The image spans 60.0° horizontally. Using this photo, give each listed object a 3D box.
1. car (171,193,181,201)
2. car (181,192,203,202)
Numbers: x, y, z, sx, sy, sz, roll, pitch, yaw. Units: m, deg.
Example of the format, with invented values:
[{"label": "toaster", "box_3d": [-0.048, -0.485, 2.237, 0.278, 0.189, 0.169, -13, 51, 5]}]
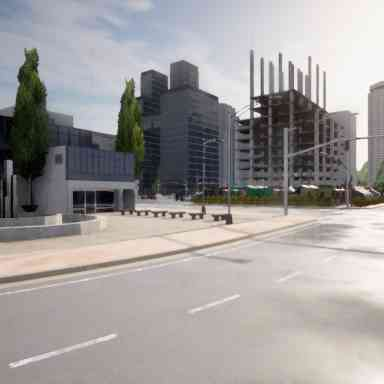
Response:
[{"label": "car", "box_3d": [-2.358, 1.175, 76.693, 1.905, 1.878, 3.866, 0, 0, 37]}, {"label": "car", "box_3d": [-0.060, 1.415, 74.932, 1.970, 1.475, 3.806, 0, 0, 37]}]
